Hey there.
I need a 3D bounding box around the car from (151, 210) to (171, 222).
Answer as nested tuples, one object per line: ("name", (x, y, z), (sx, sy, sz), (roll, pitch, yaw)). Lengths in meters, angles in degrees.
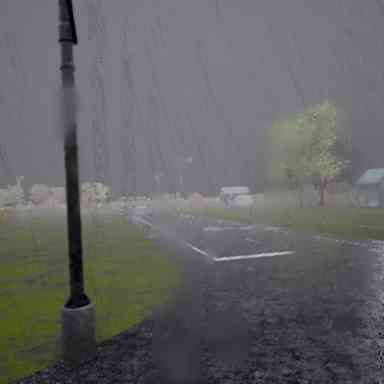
("car", (-3.828, 2.867, 40.132), (1.895, 1.301, 4.718), (-3, -1, -14))
